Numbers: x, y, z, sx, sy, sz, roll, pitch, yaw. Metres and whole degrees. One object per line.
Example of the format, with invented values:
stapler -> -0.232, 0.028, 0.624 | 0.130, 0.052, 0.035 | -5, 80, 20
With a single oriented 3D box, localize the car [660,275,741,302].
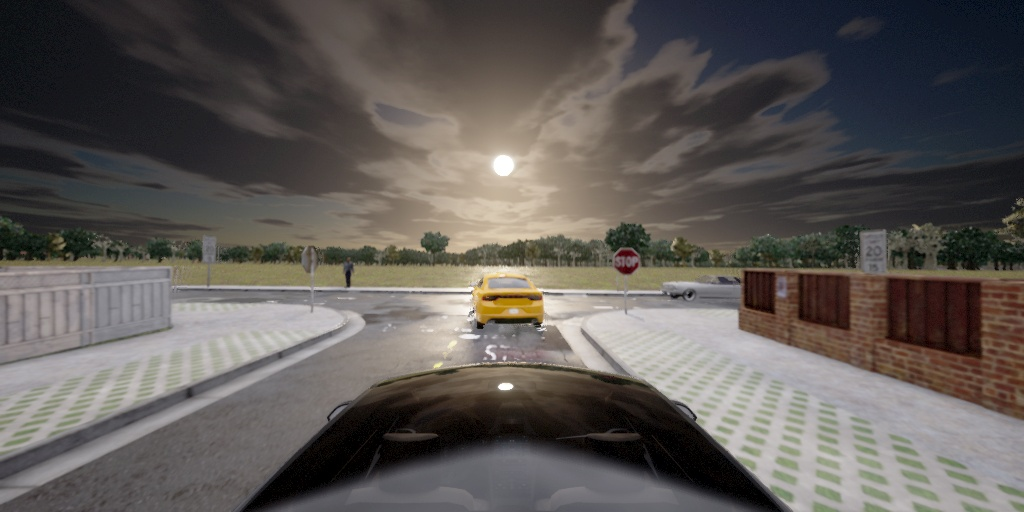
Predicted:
car -> 10.251, 1.640, 18.498 | 4.718, 1.301, 1.895 | 1, -1, 0

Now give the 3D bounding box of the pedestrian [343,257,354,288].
pedestrian -> -9.707, 0.974, 21.286 | 0.375, 1.860, 0.375 | 0, -2, 0

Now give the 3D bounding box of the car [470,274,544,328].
car -> -0.311, 1.314, 11.840 | 1.882, 1.535, 5.008 | 1, -1, -8
